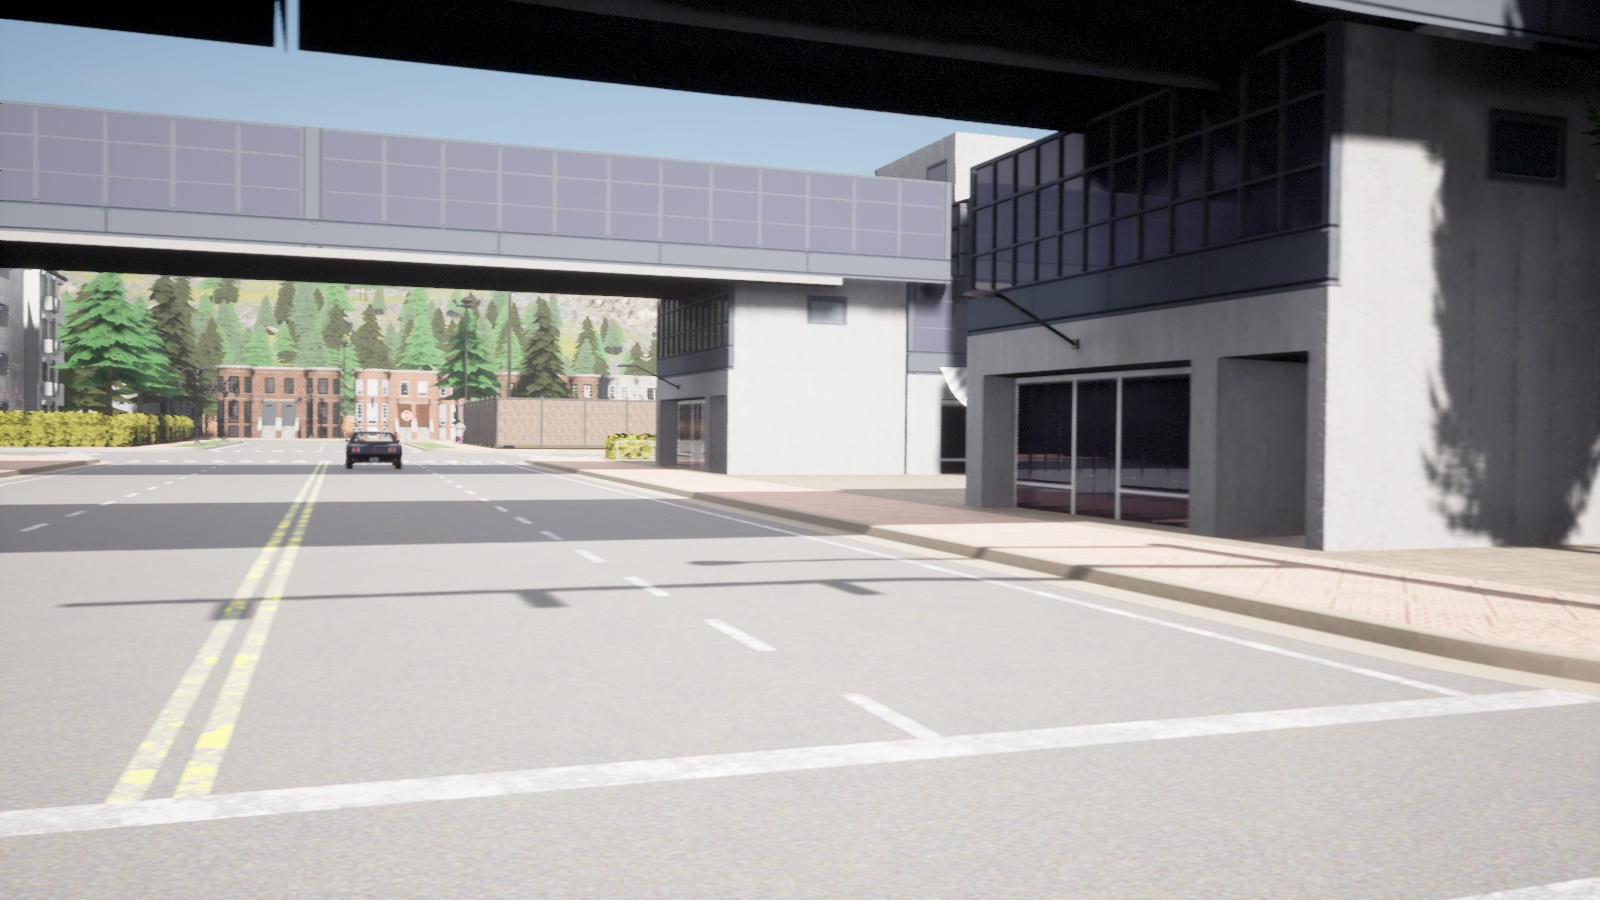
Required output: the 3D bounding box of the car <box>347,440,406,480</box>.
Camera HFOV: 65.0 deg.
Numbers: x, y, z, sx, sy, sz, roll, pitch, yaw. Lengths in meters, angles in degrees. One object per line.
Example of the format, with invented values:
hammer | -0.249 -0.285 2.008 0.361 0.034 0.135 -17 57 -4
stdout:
car | -15.367 0.325 45.448 1.895 1.301 4.718 -1 1 -20
